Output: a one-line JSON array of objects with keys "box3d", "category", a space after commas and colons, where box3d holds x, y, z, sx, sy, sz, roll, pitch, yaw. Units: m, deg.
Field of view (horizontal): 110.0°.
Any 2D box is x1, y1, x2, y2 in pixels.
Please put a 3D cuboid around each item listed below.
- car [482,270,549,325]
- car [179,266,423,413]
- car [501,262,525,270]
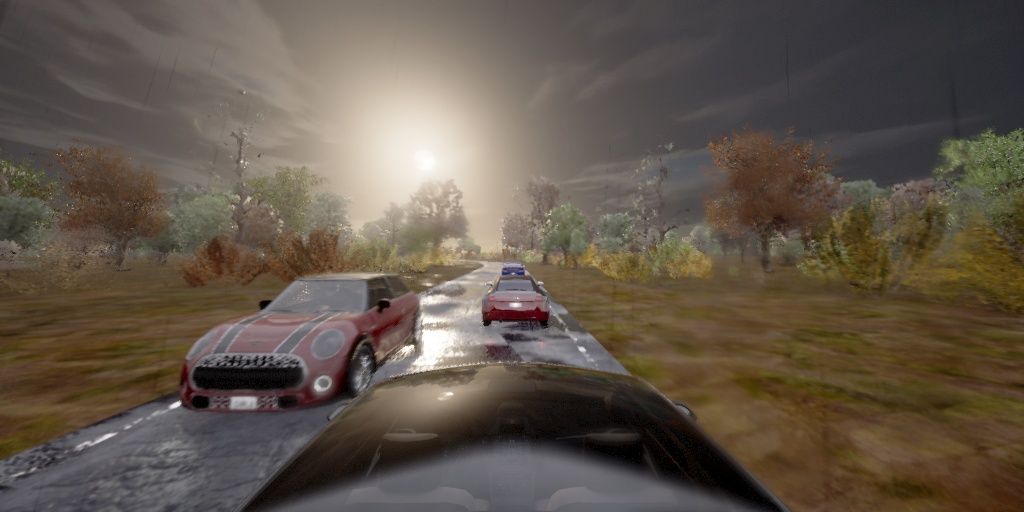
[{"box3d": [0.099, 1.316, 11.854, 1.994, 1.385, 4.181, 0, 0, 0], "category": "car"}, {"box3d": [-3.100, 1.103, 6.384, 2.097, 1.767, 4.553, 0, 0, 0], "category": "car"}, {"box3d": [0.099, 1.226, 30.515, 1.882, 1.535, 5.008, 0, 0, 0], "category": "car"}]
